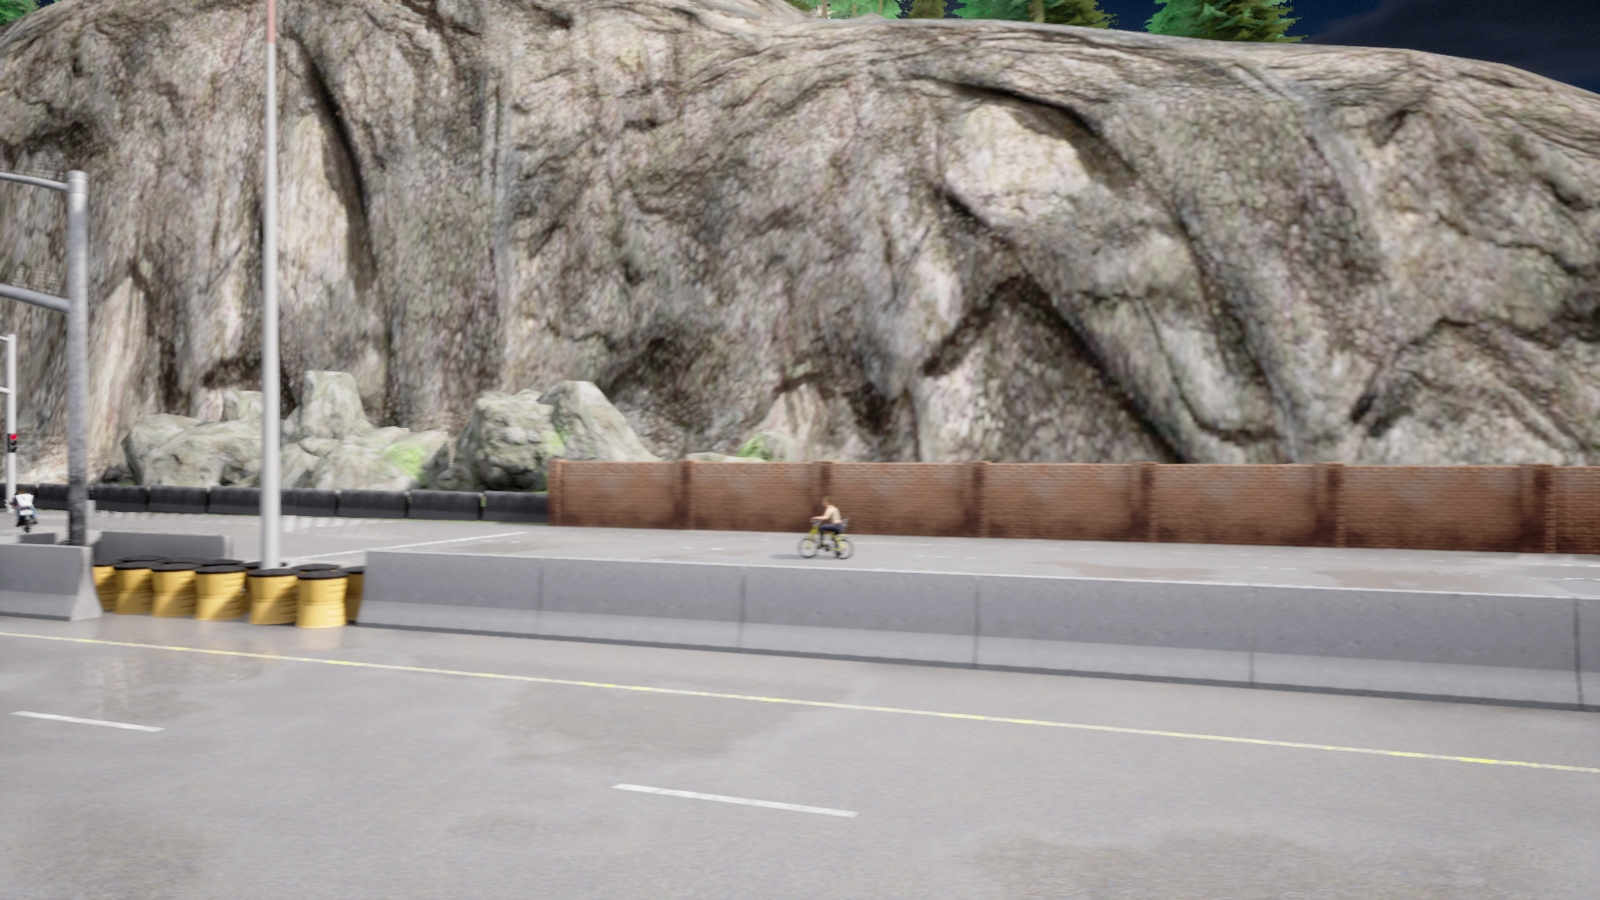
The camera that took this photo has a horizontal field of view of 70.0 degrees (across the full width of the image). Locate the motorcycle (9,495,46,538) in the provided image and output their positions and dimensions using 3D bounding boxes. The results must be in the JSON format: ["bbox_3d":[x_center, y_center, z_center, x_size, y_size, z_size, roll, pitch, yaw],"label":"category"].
[{"bbox_3d":[-25.268,2.160,37.371,0.803,1.217,2.033,-6,4,-37],"label":"motorcycle"}]
